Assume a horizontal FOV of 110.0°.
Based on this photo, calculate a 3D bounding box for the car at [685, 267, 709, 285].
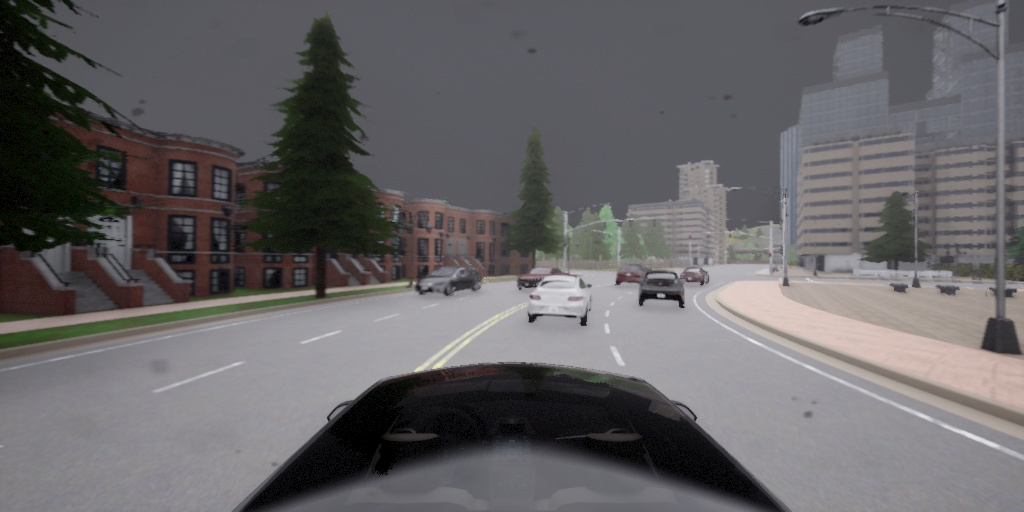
[{"bbox_3d":[15.540,1.675,30.569,1.812,1.442,4.674,0,-1,35],"label":"car"}]

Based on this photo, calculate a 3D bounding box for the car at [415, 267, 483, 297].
[{"bbox_3d":[-3.335,1.336,19.686,2.128,1.511,4.902,0,-1,22],"label":"car"}]

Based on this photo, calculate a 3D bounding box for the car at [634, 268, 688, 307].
[{"bbox_3d":[7.011,1.448,16.880,1.837,1.490,4.892,0,-1,23],"label":"car"}]

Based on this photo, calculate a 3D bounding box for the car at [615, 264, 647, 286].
[{"bbox_3d":[9.875,1.417,28.500,2.097,1.767,4.553,0,-1,34],"label":"car"}]

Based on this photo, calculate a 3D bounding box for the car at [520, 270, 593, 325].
[{"bbox_3d":[1.750,1.376,12.411,1.812,1.442,4.674,0,0,14],"label":"car"}]

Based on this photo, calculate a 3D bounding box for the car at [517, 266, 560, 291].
[{"bbox_3d":[2.041,1.413,23.281,1.882,1.535,5.008,0,-1,28],"label":"car"}]
